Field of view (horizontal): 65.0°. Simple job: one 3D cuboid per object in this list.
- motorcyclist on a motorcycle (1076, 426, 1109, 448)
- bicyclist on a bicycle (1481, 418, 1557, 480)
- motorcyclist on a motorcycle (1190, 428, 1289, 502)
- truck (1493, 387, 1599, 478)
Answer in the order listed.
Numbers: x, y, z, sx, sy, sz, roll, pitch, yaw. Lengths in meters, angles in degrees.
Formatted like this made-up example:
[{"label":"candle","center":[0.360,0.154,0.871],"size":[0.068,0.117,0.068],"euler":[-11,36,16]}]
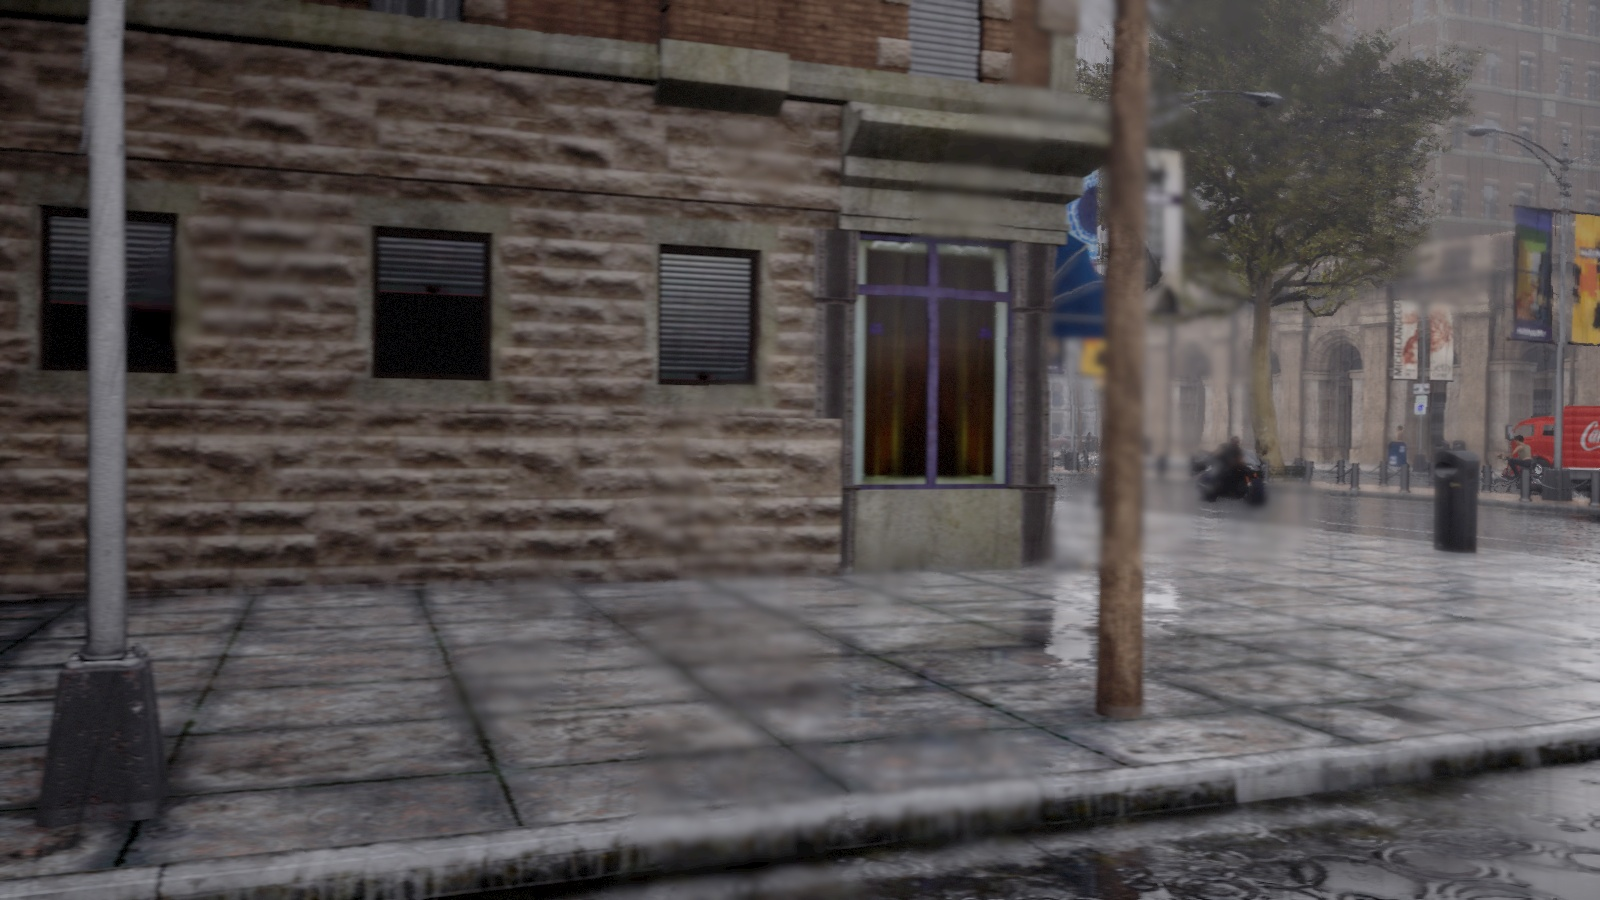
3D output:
[{"label":"motorcyclist on a motorcycle","center":[22.169,-1.020,95.155],"size":[2.350,1.649,0.766],"euler":[0,1,-20]},{"label":"bicyclist on a bicycle","center":[19.382,-0.013,33.880],"size":[0.866,1.612,1.509],"euler":[-1,-1,-20]},{"label":"motorcyclist on a motorcycle","center":[9.571,0.290,27.436],"size":[0.866,1.530,2.191],"euler":[-1,1,-19]},{"label":"truck","center":[22.609,-0.496,35.135],"size":[2.627,2.467,5.204],"euler":[-1,1,-20]}]
